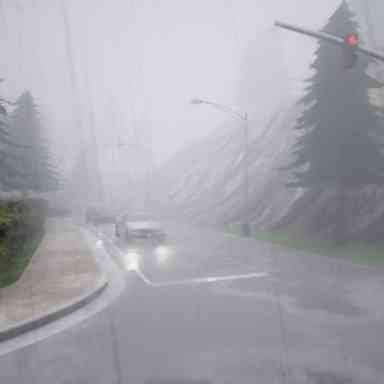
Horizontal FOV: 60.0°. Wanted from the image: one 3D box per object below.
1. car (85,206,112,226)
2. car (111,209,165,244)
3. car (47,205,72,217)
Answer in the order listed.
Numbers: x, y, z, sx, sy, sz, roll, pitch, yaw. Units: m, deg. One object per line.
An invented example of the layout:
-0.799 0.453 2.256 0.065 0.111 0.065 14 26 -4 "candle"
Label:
-7.336 1.895 27.116 1.837 1.490 4.892 1 -1 -31 "car"
-2.860 1.788 17.701 1.812 1.442 4.674 1 -1 -22 "car"
-15.677 2.136 38.336 1.895 1.301 4.718 1 -1 -44 "car"
